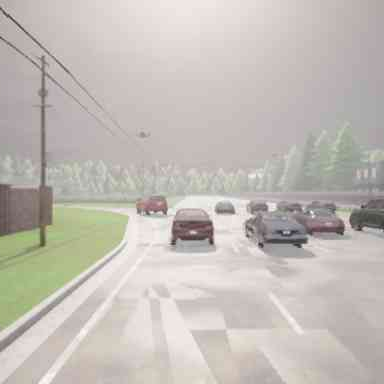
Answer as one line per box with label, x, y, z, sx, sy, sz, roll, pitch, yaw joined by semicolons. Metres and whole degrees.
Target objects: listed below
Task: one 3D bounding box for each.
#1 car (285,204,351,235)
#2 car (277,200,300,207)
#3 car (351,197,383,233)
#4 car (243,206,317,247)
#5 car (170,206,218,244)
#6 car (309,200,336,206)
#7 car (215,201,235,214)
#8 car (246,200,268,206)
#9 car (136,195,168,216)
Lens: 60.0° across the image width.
car;7.103;1.625;19.265;1.994;1.385;4.181;0;0;0
car;10.606;1.620;36.398;1.837;1.490;4.892;0;0;0
car;10.601;1.279;17.731;2.150;2.045;5.566;0;0;0
car;3.603;1.595;15.175;2.033;1.411;5.357;0;0;0
car;-0.043;1.526;16.218;1.882;1.535;5.008;0;0;-2
car;14.106;1.620;36.395;1.837;1.490;4.892;0;0;0
car;3.605;1.681;37.221;1.994;1.385;4.181;0;0;0
car;7.106;1.620;36.422;1.837;1.490;4.892;0;0;0
car;-4.262;1.331;34.826;2.150;2.045;5.566;1;0;-24
